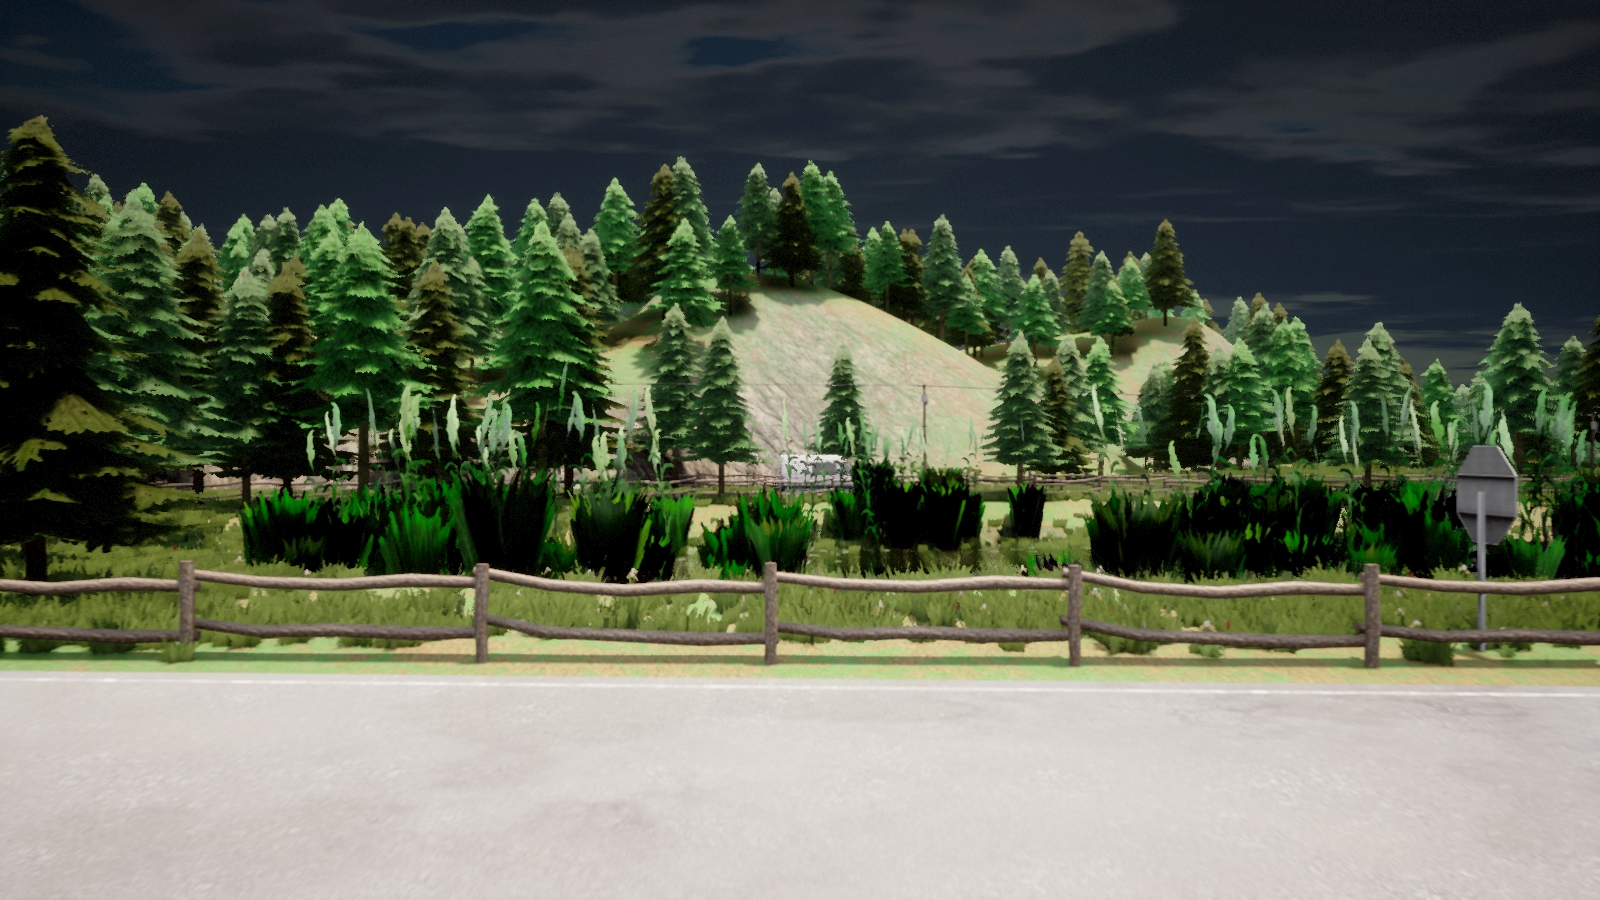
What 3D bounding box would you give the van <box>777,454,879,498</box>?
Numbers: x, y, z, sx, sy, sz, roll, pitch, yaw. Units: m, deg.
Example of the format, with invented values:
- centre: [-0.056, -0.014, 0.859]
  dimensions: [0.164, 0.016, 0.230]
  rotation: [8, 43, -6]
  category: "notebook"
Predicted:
- centre: [1.661, 1.544, 68.784]
  dimensions: [5.915, 2.561, 1.988]
  rotation: [0, 0, -6]
  category: "van"
